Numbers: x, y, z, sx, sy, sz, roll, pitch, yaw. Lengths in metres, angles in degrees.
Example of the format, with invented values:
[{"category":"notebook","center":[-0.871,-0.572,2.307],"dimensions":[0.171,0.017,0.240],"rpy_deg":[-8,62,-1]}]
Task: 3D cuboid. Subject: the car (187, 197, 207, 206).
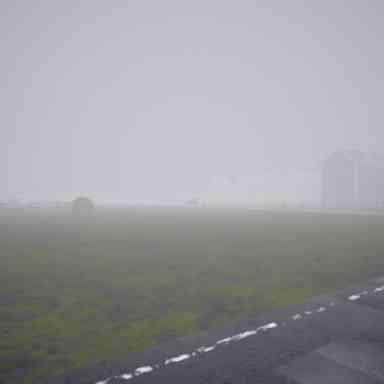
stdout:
[{"category":"car","center":[0.918,1.825,63.975],"dimensions":[2.097,1.767,4.553],"rpy_deg":[1,-1,-36]}]
